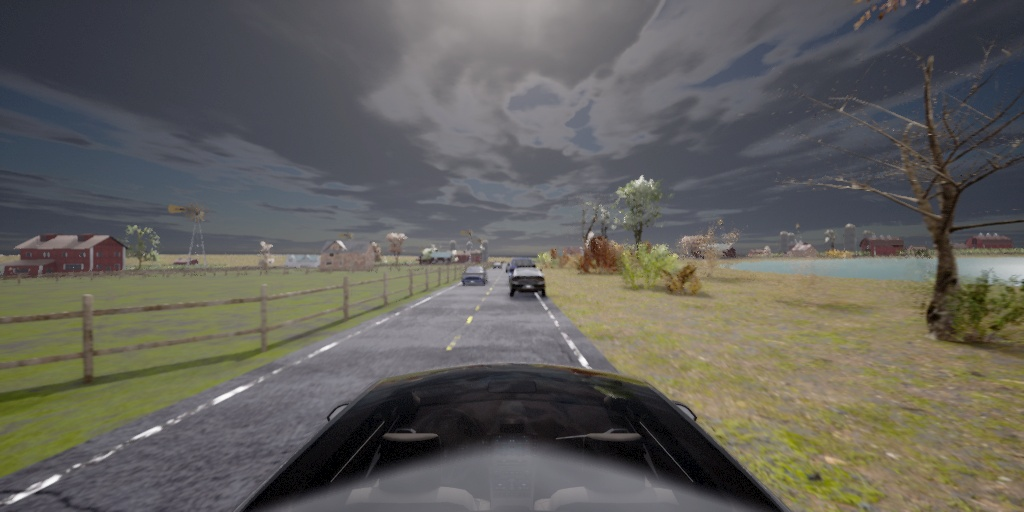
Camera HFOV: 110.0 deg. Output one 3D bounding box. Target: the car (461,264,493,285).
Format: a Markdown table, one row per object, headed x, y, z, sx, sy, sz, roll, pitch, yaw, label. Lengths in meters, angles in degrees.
| x | y | z | sx | sy | sz | roll | pitch | yaw | label |
| --- | --- | --- | --- | --- | --- | --- | --- | --- | --- |
| -2.863 | 1.513 | 28.676 | 2.033 | 1.411 | 5.357 | 0 | 0 | 0 | car |

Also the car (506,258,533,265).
| x | y | z | sx | sy | sz | roll | pitch | yaw | label |
| --- | --- | --- | --- | --- | --- | --- | --- | --- | --- |
| 0.810 | 1.203 | 30.293 | 2.150 | 2.045 | 5.566 | 0 | 0 | 0 | car |

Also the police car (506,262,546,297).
| x | y | z | sx | sy | sz | roll | pitch | yaw | label |
| --- | --- | --- | --- | --- | --- | --- | --- | --- | --- |
| 0.815 | 1.322 | 20.372 | 1.930 | 1.638 | 5.238 | 0 | 0 | 0 | police car |
